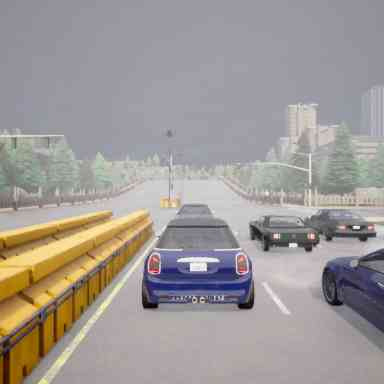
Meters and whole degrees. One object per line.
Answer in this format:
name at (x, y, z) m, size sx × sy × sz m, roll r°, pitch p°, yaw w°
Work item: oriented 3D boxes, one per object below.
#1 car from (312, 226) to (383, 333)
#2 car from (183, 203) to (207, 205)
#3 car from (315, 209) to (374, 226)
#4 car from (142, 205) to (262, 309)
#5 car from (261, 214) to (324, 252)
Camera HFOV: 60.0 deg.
car at (3.614, 1.526, 5.063) m, size 1.812 × 1.442 × 4.674 m, roll 0°, pitch 0°, yaw 0°
car at (0.135, 1.352, 16.968) m, size 2.097 × 1.767 × 4.553 m, roll 0°, pitch 0°, yaw 0°
car at (7.111, 1.547, 16.577) m, size 2.033 × 1.411 × 5.357 m, roll 0°, pitch 0°, yaw 4°
car at (0.117, 1.352, 8.032) m, size 2.097 × 1.767 × 4.553 m, roll 0°, pitch 0°, yaw 0°
car at (3.626, 1.601, 14.003) m, size 1.895 × 1.301 × 4.718 m, roll 0°, pitch 0°, yaw 1°
